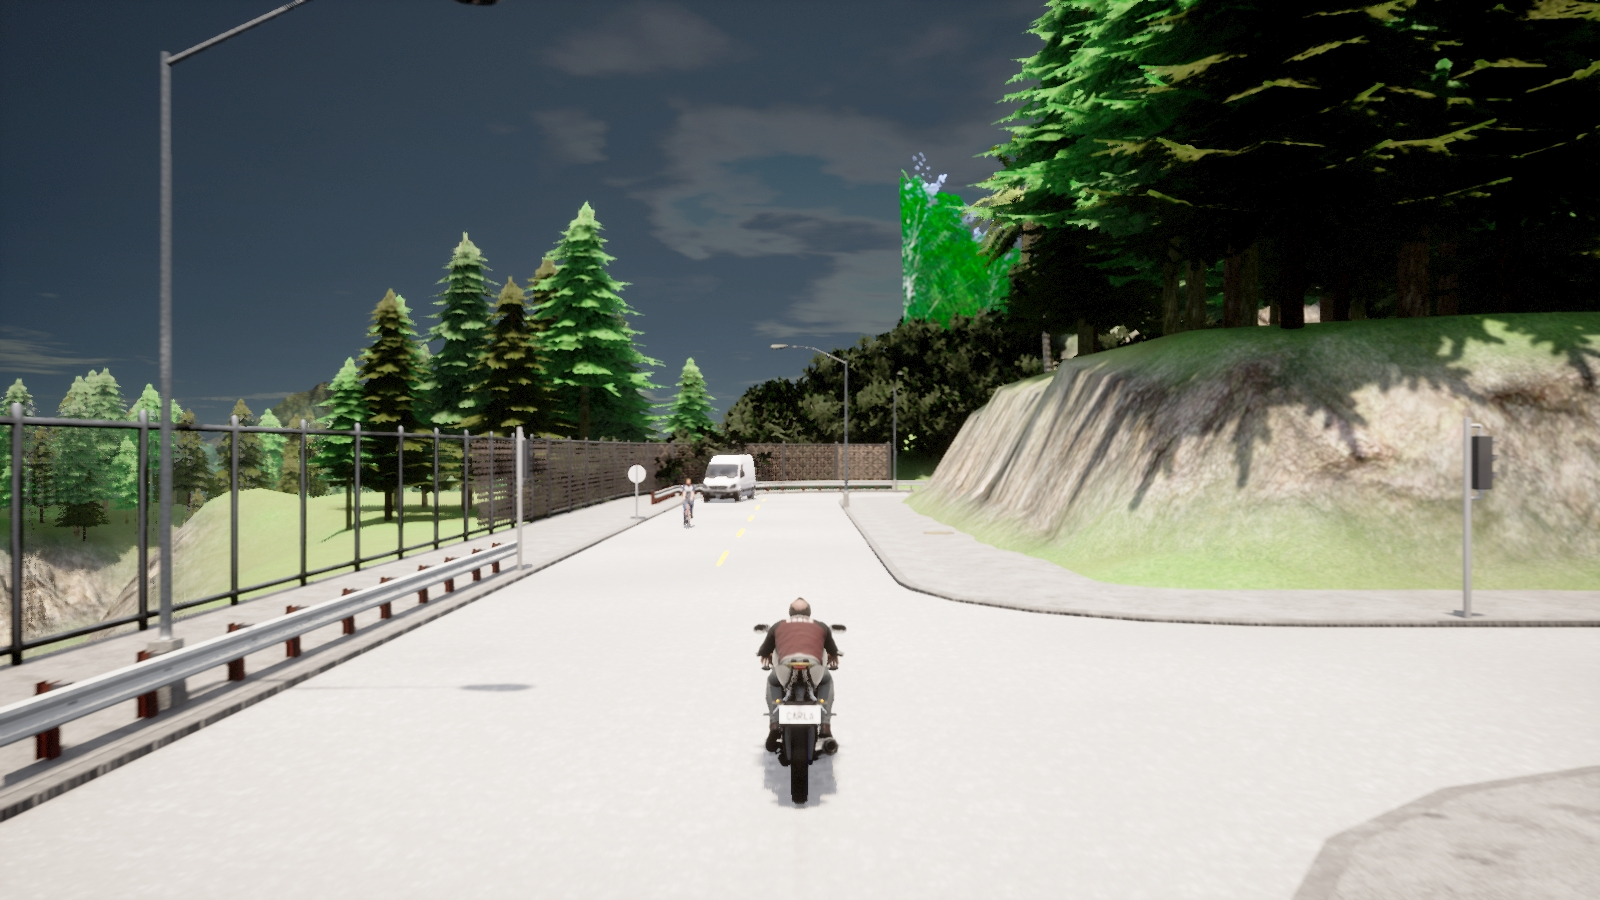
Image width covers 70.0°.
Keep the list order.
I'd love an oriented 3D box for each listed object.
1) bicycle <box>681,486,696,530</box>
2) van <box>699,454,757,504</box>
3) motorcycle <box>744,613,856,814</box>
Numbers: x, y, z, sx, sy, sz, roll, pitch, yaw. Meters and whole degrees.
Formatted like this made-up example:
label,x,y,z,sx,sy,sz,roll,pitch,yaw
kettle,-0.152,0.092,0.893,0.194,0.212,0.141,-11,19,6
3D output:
label,x,y,z,sx,sy,sz,roll,pitch,yaw
bicycle,-3.986,2.056,40.795,0.373,1.496,1.643,0,0,0
van,-3.866,1.535,62.508,1.988,2.561,5.915,0,0,8
motorcycle,-0.001,2.205,9.980,0.867,1.251,2.209,0,0,0
